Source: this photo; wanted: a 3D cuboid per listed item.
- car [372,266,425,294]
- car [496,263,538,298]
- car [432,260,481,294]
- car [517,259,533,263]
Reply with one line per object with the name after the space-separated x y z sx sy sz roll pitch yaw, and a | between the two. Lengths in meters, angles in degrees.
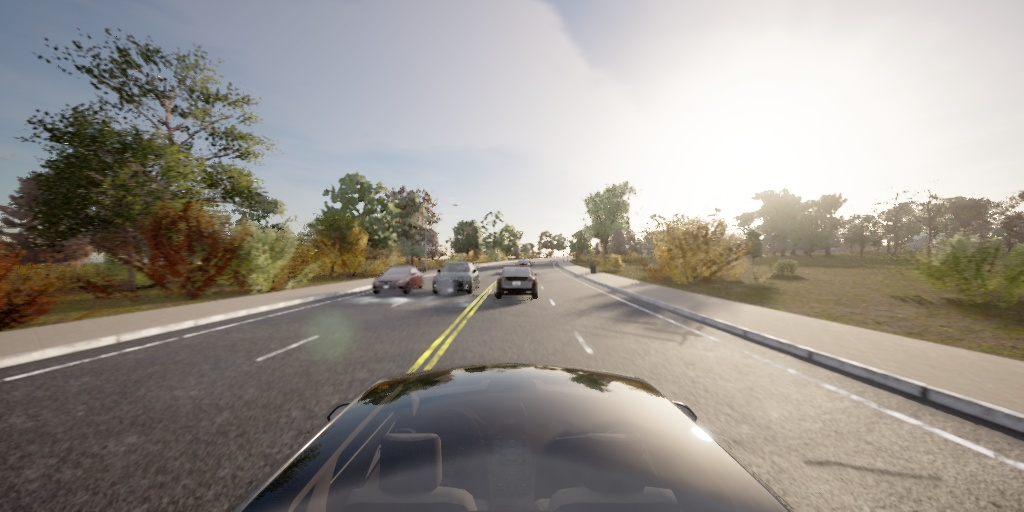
-6.266 1.292 20.349 1.812 1.442 4.674 0 0 2 | car
0.275 1.274 18.496 2.163 1.488 4.792 0 0 2 | car
-3.019 1.117 20.173 2.097 1.767 4.553 0 0 2 | car
1.360 1.271 43.535 1.837 1.490 4.892 0 0 3 | car
